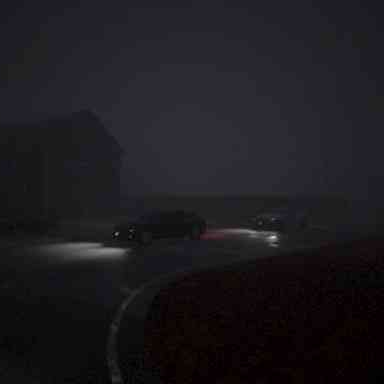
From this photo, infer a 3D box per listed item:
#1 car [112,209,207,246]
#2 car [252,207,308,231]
[{"bbox_3d":[-1.437,1.593,15.956,4.892,1.490,1.837,1,-1,-41],"label":"car"},{"bbox_3d":[6.078,1.723,22.507,4.674,1.442,1.812,1,-1,-41],"label":"car"}]
